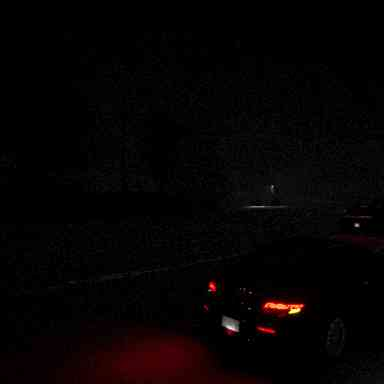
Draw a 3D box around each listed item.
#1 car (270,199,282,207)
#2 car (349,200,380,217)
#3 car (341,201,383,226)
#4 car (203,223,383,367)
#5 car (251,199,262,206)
[{"bbox_3d":[15.550,1.943,61.759,2.033,1.411,5.357,-1,-1,9],"label":"car"},{"bbox_3d":[17.160,1.596,33.281,2.128,1.511,4.902,-1,0,20],"label":"car"},{"bbox_3d":[10.134,1.537,19.591,2.128,1.511,4.902,0,0,35],"label":"car"},{"bbox_3d":[2.240,1.529,5.798,4.674,1.442,1.812,0,0,-41],"label":"car"},{"bbox_3d":[12.125,2.007,62.547,1.994,1.385,4.181,-1,-1,9],"label":"car"}]
